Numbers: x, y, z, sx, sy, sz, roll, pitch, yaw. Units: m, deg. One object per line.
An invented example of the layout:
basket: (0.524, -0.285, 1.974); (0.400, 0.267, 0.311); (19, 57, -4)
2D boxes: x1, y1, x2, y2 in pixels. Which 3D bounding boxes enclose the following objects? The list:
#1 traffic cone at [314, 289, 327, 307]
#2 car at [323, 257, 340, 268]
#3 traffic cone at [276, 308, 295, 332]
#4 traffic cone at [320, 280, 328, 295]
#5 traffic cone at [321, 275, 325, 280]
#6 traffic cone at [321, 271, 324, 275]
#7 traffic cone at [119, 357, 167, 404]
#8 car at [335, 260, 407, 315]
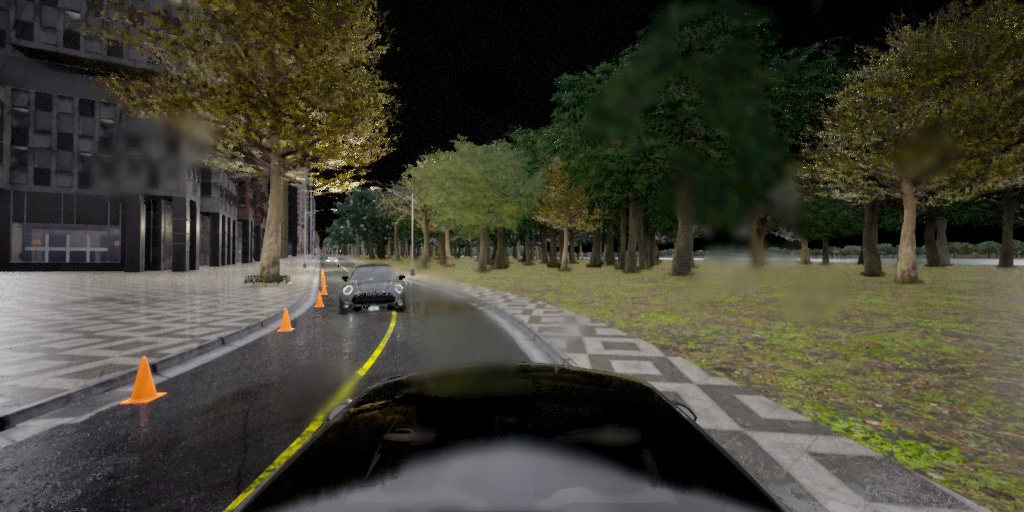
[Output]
traffic cone: (-7.509, 1.679, 13.979); (0.340, 0.580, 0.340); (0, 0, -22)
car: (-24.949, 0.823, 49.688); (1.812, 1.442, 4.674); (0, 0, -28)
traffic cone: (-6.033, 1.690, 9.562); (0.340, 0.580, 0.340); (0, 0, -15)
traffic cone: (-9.550, 1.662, 18.231); (0.340, 0.580, 0.340); (0, 0, -28)
traffic cone: (-11.901, 1.641, 22.644); (0.340, 0.580, 0.340); (0, 0, -28)
traffic cone: (-14.253, 1.616, 27.057); (0.340, 0.580, 0.340); (0, 0, -28)
traffic cone: (-5.126, 1.699, 4.994); (0.340, 0.580, 0.340); (0, 0, -8)
car: (-5.207, 1.089, 13.565); (2.097, 1.767, 4.553); (0, 0, -21)
